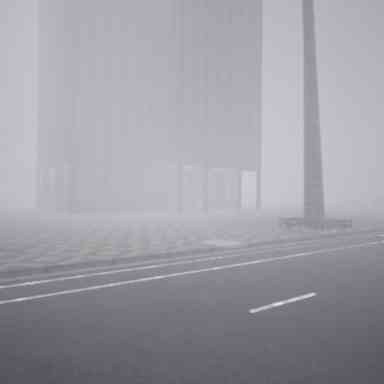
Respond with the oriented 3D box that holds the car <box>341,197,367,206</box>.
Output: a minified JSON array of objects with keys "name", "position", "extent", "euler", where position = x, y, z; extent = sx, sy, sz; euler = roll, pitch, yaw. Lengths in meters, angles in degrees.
[{"name":"car","position":[32.278,2.187,65.556],"extent":[1.802,1.307,4.206],"euler":[1,-1,-36]}]

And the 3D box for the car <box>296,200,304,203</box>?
[{"name":"car","position":[29.303,2.293,84.370],"extent":[1.802,1.307,4.206],"euler":[1,-1,-36]}]

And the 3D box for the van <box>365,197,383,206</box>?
[{"name":"van","position":[39.213,2.056,70.518],"extent":[1.690,1.788,3.998],"euler":[1,-1,-36]}]

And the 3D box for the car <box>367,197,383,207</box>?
[{"name":"car","position":[35.584,1.924,60.940],"extent":[2.192,1.841,5.009],"euler":[1,-1,-36]}]

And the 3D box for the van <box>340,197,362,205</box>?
[{"name":"van","position":[35.911,2.054,75.136],"extent":[1.690,1.788,3.998],"euler":[1,-1,-36]}]

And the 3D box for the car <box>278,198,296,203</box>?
[{"name":"car","position":[26.000,2.294,88.988],"extent":[1.802,1.307,4.206],"euler":[1,-1,-36]}]
